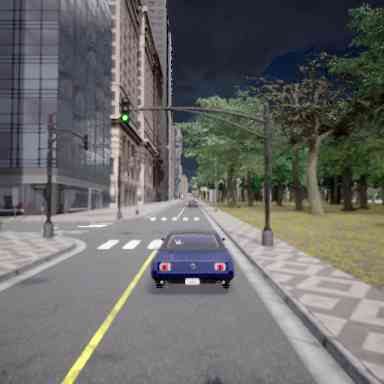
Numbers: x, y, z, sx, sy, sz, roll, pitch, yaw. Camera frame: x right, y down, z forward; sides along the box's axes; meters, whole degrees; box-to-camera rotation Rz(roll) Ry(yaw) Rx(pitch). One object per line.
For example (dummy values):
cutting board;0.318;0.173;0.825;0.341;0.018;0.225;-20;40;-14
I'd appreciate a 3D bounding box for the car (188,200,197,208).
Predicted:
car;0.122;2.442;66.965;2.033;1.411;5.357;0;-1;-1

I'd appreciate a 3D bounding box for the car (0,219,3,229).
car;-13.535;1.577;19.721;4.097;1.590;1.967;0;-2;-1

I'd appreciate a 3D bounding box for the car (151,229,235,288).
car;0.033;1.710;9.568;1.895;1.301;4.718;0;-1;0

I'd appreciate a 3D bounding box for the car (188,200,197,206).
car;0.041;2.636;80.342;2.033;1.411;5.357;0;-1;0
